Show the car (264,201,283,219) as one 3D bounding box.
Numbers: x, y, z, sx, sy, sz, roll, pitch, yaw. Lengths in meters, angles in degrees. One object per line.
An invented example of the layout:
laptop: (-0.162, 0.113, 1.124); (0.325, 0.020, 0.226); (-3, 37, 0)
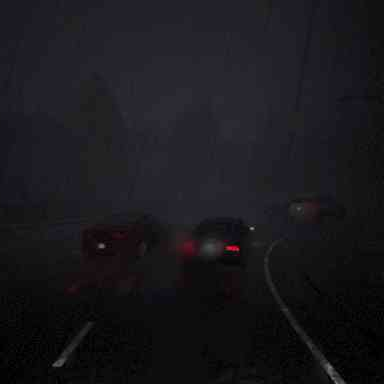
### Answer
car: (8.275, 1.512, 28.451); (5.008, 1.535, 1.882); (0, 0, -39)

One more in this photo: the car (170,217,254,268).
car: (1.064, 1.562, 11.462); (2.033, 1.411, 5.357); (0, 0, 13)

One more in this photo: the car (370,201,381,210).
car: (24.977, 1.555, 41.825); (4.892, 1.490, 1.837); (0, 0, -4)

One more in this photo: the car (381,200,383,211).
car: (24.999, 1.551, 38.332); (4.892, 1.490, 1.837); (0, 0, -3)

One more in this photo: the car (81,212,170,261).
car: (-2.172, 1.493, 12.585); (1.882, 1.535, 5.008); (0, 0, 14)

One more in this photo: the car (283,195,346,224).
car: (9.586, 1.251, 25.242); (5.566, 2.045, 2.150); (0, -1, -41)
